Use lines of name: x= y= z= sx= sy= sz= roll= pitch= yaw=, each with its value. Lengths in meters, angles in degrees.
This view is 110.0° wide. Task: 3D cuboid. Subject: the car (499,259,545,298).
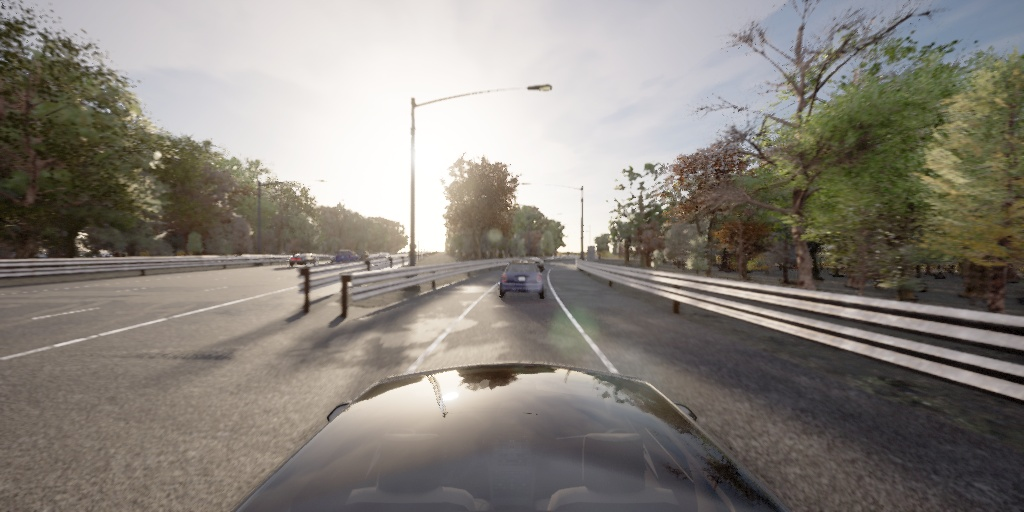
car: x=0.549 y=1.029 z=18.262 sx=2.097 sy=1.767 sz=4.553 roll=0 pitch=0 yaw=3

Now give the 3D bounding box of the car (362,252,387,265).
car: x=-19.401 y=0.535 z=50.830 sx=1.812 sy=1.442 sz=4.674 roll=0 pitch=0 yaw=-11

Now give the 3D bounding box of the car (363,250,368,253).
car: x=-24.683 y=0.107 z=58.966 sx=2.150 sy=2.045 sz=5.566 roll=0 pitch=1 yaw=-11

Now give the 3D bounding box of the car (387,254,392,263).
car: x=-21.406 y=0.371 z=60.423 sx=1.882 sy=1.535 sz=5.008 roll=0 pitch=1 yaw=-11

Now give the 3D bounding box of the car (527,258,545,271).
car: x=3.052 y=1.051 z=44.579 sx=1.837 sy=1.490 sz=4.892 roll=0 pitch=0 yaw=8

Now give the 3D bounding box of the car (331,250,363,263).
car: x=-22.742 y=0.215 z=49.699 sx=2.150 sy=2.045 sz=5.566 roll=0 pitch=0 yaw=-11

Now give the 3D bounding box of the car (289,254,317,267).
car: x=-24.996 y=0.553 z=43.079 sx=1.837 sy=1.490 sz=4.892 roll=0 pitch=0 yaw=-11
